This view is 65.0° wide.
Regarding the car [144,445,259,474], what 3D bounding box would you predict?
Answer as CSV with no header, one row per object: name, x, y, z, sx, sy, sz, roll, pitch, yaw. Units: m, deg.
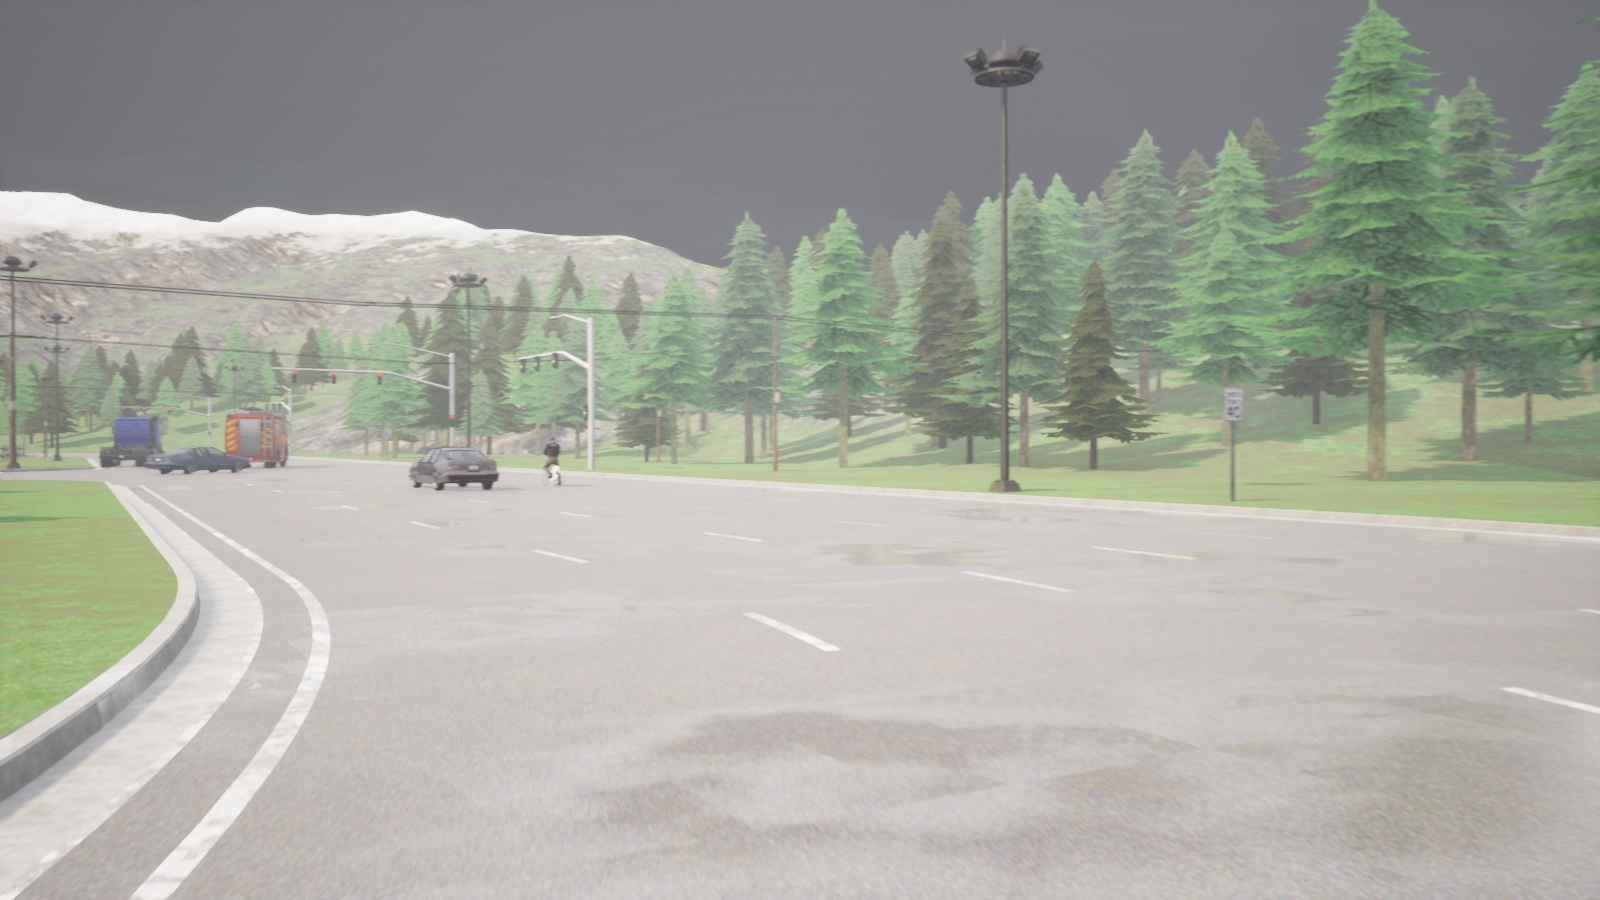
car,-30.204,0.453,63.583,2.033,1.411,5.357,0,0,20

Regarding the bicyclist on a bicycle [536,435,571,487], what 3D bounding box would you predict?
bicyclist on a bicycle,-8.566,0.376,43.582,0.659,1.776,1.843,0,1,-30

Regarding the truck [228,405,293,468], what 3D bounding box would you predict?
truck,-34.720,-0.855,81.040,2.891,3.827,8.468,0,0,-17

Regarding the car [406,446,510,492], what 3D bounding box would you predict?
car,-11.368,0.567,41.434,2.033,1.411,5.357,0,0,-30

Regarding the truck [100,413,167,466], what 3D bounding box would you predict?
truck,-45.077,-0.692,85.116,2.891,3.462,7.936,0,0,-20
